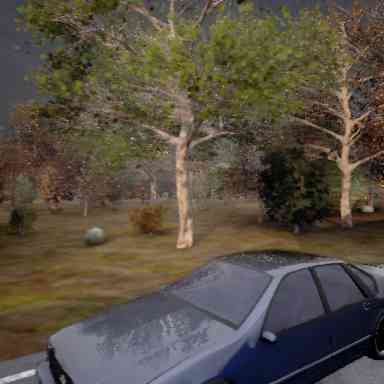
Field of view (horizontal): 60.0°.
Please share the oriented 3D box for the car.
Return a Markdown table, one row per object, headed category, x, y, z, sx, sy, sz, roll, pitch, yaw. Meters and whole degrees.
| category | x | y | z | sx | sy | sz | roll | pitch | yaw |
| --- | --- | --- | --- | --- | --- | --- | --- | --- | --- |
| car | 0.984 | 1.549 | 4.389 | 5.357 | 1.411 | 2.033 | 0 | 0 | -36 |
